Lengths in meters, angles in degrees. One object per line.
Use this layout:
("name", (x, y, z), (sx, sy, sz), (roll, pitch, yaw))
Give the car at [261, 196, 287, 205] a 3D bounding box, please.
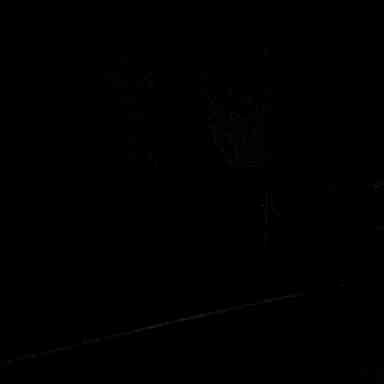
("car", (13.475, 1.368, 54.630), (4.892, 1.490, 1.837), (1, 0, -34))
